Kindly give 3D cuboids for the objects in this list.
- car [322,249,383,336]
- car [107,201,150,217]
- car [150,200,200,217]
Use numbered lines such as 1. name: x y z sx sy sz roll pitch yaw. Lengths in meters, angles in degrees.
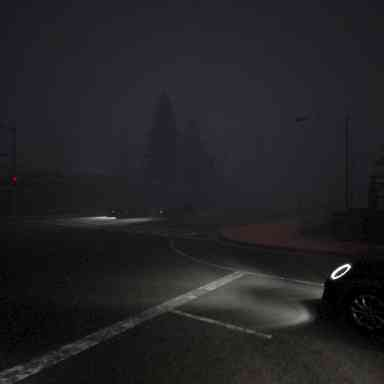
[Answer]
1. car: 4.491 1.356 5.137 4.553 1.767 2.097 0 0 38
2. car: -5.766 1.548 30.944 1.994 1.385 4.181 0 0 38
3. car: -1.213 1.479 31.117 2.128 1.511 4.902 0 0 38
